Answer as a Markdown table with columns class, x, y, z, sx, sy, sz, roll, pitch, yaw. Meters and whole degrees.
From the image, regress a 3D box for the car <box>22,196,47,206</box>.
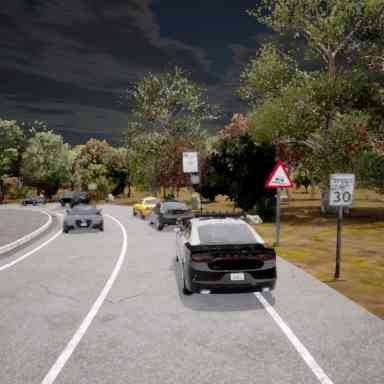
| class | x | y | z | sx | sy | sz | roll | pitch | yaw |
| --- | --- | --- | --- | --- | --- | --- | --- | --- | --- |
| car | -25.160 | 1.395 | 53.035 | 4.902 | 1.511 | 2.128 | -2 | 3 | 34 |

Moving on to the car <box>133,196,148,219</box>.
| class | x | y | z | sx | sy | sz | roll | pitch | yaw |
| --- | --- | --- | --- | --- | --- | --- | --- | --- | --- |
| car | -3.229 | 1.077 | 25.006 | 1.801 | 1.575 | 5.366 | -2 | 1 | -20 |

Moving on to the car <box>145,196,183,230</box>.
| class | x | y | z | sx | sy | sz | roll | pitch | yaw |
| --- | --- | --- | --- | --- | --- | --- | --- | --- | --- |
| car | -1.263 | 1.216 | 18.854 | 1.837 | 1.490 | 4.892 | -2 | 1 | -15 |

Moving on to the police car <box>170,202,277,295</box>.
| class | x | y | z | sx | sy | sz | roll | pitch | yaw |
| --- | --- | --- | --- | --- | --- | --- | --- | --- | --- |
| police car | 0.581 | 1.309 | 8.686 | 1.930 | 1.638 | 5.238 | -1 | 1 | -6 |

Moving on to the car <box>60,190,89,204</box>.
| class | x | y | z | sx | sy | sz | roll | pitch | yaw |
| --- | --- | --- | --- | --- | --- | --- | --- | --- | --- |
| car | -15.431 | 0.864 | 43.647 | 2.150 | 2.045 | 5.566 | -5 | 3 | -41 |

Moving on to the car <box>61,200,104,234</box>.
| class | x | y | z | sx | sy | sz | roll | pitch | yaw |
| --- | --- | --- | --- | --- | --- | --- | --- | --- | --- |
| car | -5.894 | 1.387 | 18.327 | 1.994 | 1.385 | 4.181 | -2 | 1 | -16 |
